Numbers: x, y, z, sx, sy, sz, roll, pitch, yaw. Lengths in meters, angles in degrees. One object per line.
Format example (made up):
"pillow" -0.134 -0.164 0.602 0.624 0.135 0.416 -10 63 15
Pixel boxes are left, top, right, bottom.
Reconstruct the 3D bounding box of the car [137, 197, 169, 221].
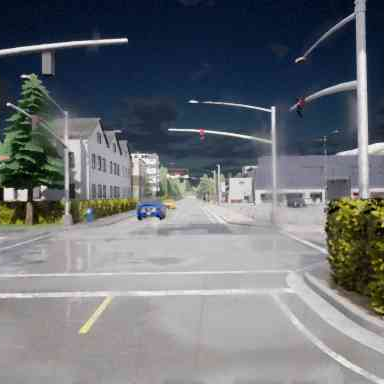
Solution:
"car" -3.613 1.479 30.405 2.150 2.045 5.566 -1 0 0

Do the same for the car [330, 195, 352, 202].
"car" 25.474 1.398 56.573 2.152 1.636 5.027 -1 -1 0

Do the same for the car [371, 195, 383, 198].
"car" 19.112 1.183 31.306 1.905 1.878 3.866 -1 -1 0

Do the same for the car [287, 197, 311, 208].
"car" 15.416 1.629 49.172 2.007 1.523 4.514 -1 -1 0

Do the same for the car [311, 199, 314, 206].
"car" 19.059 1.573 56.231 1.970 1.475 3.806 -1 -1 0

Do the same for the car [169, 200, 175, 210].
"car" -3.582 1.929 51.101 1.882 1.535 5.008 -1 -1 0
